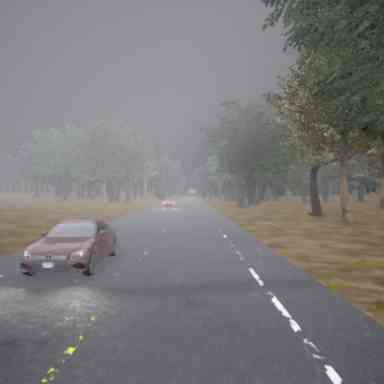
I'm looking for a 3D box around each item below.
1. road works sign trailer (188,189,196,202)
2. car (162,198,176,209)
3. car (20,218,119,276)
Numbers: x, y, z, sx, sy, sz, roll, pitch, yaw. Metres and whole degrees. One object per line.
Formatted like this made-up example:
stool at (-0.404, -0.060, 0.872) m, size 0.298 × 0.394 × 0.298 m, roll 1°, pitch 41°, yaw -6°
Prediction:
road works sign trailer at (-0.001, 0.988, 90.451) m, size 2.380 × 3.560 × 2.880 m, roll 1°, pitch 0°, yaw 0°
car at (-3.584, 1.660, 52.426) m, size 2.097 × 1.767 × 4.553 m, roll 0°, pitch 0°, yaw 0°
car at (-3.603, 1.587, 10.646) m, size 1.812 × 1.442 × 4.674 m, roll 0°, pitch 0°, yaw 0°
